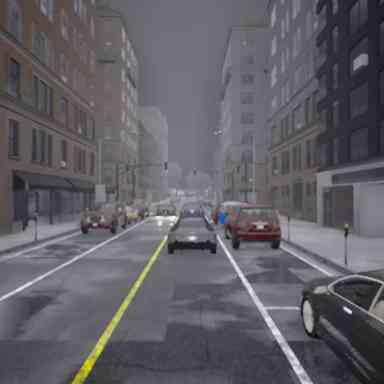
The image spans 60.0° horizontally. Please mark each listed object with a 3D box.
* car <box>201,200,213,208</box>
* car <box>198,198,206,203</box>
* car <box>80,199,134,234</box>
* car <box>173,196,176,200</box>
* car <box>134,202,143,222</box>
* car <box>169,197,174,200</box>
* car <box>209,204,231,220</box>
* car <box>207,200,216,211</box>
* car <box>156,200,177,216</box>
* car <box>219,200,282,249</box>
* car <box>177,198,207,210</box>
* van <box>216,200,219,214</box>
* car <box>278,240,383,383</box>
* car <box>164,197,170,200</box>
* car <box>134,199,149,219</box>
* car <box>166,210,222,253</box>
[{"bbox_3d":[2.687,2.105,59.335,2.008,1.369,4.403,0,-1,0],"label":"car"},{"bbox_3d":[2.714,2.414,92.224,2.008,1.369,4.403,0,-1,0],"label":"car"},{"bbox_3d":[-5.381,1.513,20.981,2.192,1.841,5.009,0,-1,0],"label":"car"},{"bbox_3d":[-5.346,2.023,75.788,2.192,1.841,5.009,0,-1,0],"label":"car"},{"bbox_3d":[-5.377,1.775,26.486,1.752,1.417,4.829,0,-1,0],"label":"car"},{"bbox_3d":[-5.353,2.181,70.134,1.752,1.417,4.829,0,-1,0],"label":"car"},{"bbox_3d":[2.665,1.886,32.327,1.802,1.307,4.206,0,-1,0],"label":"car"},{"bbox_3d":[2.660,1.566,26.651,2.192,1.841,5.009,0,-1,0],"label":"car"},{"bbox_3d":[-2.723,1.907,36.452,1.994,1.385,4.181,0,-1,0],"label":"car"},{"bbox_3d":[2.651,1.460,15.293,2.192,1.841,5.009,0,-1,0],"label":"car"},{"bbox_3d":[0.026,1.624,29.093,2.097,1.767,4.553,0,-1,0],"label":"car"},{"bbox_3d":[2.656,1.539,20.972,1.690,1.788,3.998,0,-1,0],"label":"van"},{"bbox_3d":[2.641,1.589,3.934,2.008,1.369,4.403,0,-1,0],"label":"car"},{"bbox_3d":[-5.366,2.078,59.171,1.752,1.417,4.829,0,-1,0],"label":"car"},{"bbox_3d":[-5.373,1.619,32.337,2.192,1.841,5.009,0,-1,0],"label":"car"},{"bbox_3d":[0.016,1.701,14.351,1.994,1.385,4.181,0,0,0],"label":"car"}]
